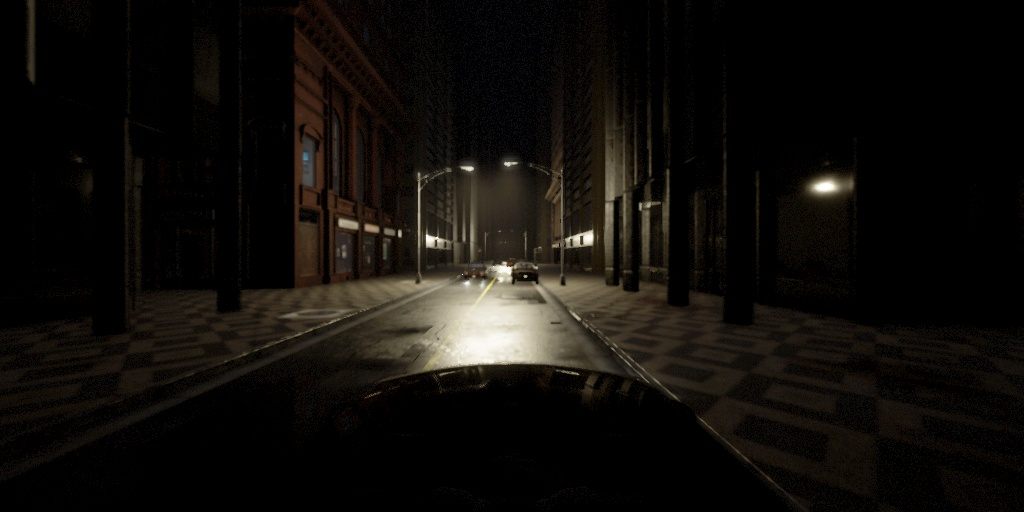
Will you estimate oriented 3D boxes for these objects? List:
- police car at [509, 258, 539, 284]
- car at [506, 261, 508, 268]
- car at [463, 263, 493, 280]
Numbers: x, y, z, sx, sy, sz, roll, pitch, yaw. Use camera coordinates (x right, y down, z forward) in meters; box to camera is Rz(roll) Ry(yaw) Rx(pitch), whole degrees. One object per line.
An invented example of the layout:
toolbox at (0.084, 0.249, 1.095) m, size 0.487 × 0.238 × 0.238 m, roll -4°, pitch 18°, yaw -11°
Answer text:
police car at (0.906, 1.167, 26.610) m, size 1.930 × 1.638 × 5.238 m, roll 0°, pitch 0°, yaw 0°
car at (0.014, 1.251, 61.722) m, size 1.882 × 1.535 × 5.008 m, roll 0°, pitch 0°, yaw 0°
car at (-3.090, 1.291, 31.739) m, size 2.033 × 1.411 × 5.357 m, roll 0°, pitch 0°, yaw 0°
